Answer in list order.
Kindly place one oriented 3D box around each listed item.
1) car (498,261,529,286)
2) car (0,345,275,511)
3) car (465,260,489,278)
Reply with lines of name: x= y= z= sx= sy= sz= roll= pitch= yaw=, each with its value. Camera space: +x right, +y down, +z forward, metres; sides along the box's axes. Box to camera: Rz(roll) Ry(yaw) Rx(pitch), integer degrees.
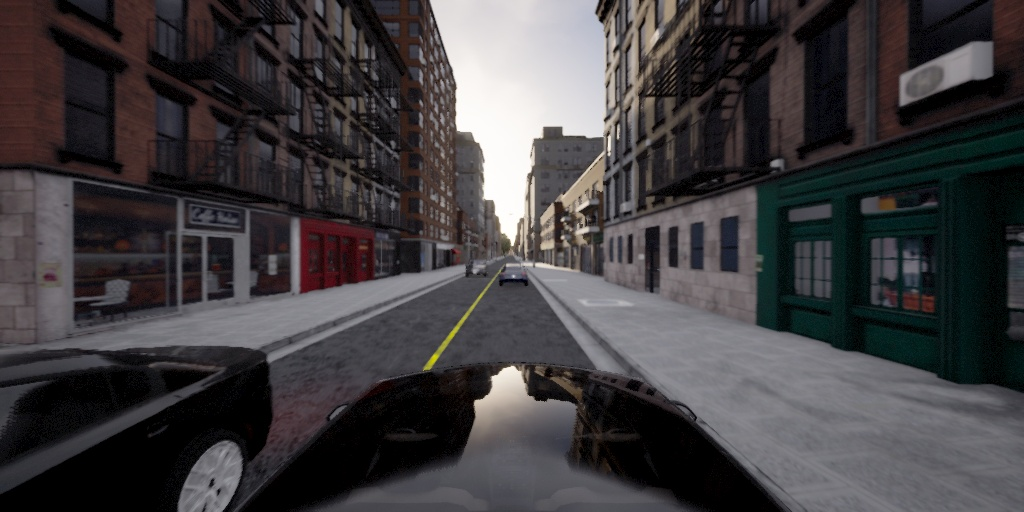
car: x=0.100 y=1.228 z=24.649 sx=1.994 sy=1.385 sz=4.181 roll=0 pitch=0 yaw=0
car: x=-3.101 y=1.229 z=1.171 sx=1.882 sy=1.535 sz=5.008 roll=0 pitch=0 yaw=0
car: x=-3.108 y=1.124 z=32.628 sx=2.128 sy=1.511 sz=4.902 roll=0 pitch=0 yaw=0
